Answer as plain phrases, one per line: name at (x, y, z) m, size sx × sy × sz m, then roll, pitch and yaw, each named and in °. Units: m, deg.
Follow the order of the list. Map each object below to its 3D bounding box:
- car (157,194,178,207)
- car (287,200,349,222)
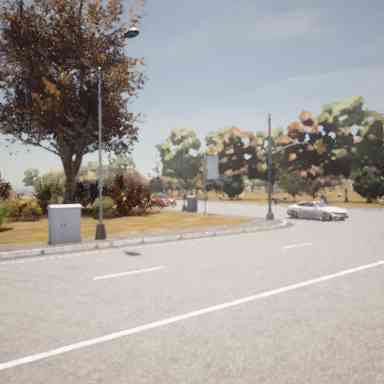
car at (-3.760, 1.113, 44.900) m, size 2.097 × 1.767 × 4.553 m, roll -1°, pitch 0°, yaw -33°
car at (9.153, 1.358, 24.557) m, size 1.812 × 1.442 × 4.674 m, roll -1°, pitch 1°, yaw -32°
